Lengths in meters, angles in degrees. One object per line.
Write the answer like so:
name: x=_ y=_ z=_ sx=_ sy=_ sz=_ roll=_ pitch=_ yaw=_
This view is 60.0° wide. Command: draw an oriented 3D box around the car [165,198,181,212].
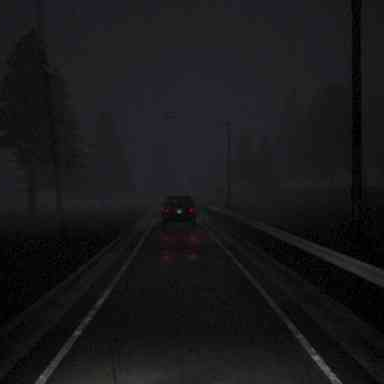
car: x=-2.387 y=1.568 z=41.280 sx=1.812 sy=1.442 sz=4.674 roll=0 pitch=0 yaw=-5

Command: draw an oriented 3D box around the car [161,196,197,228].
car: x=-0.901 y=1.246 z=22.381 sx=2.150 sy=2.045 sz=5.566 roll=0 pitch=0 yaw=-3
